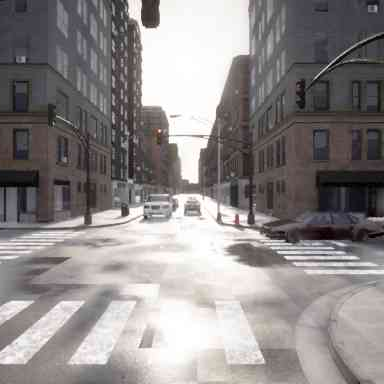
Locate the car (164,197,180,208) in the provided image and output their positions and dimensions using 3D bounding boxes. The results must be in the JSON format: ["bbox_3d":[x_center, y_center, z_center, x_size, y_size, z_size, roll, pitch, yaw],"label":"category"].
[{"bbox_3d":[-2.932,1.530,49.761,2.033,1.411,5.357,0,0,0],"label":"car"}]

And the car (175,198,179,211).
[{"bbox_3d":[-2.914,1.342,39.479,2.097,1.767,4.553,0,0,0],"label":"car"}]

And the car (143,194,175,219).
[{"bbox_3d":[-2.901,1.216,29.215,2.150,2.045,5.566,0,0,0],"label":"car"}]

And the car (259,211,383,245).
[{"bbox_3d":[5.882,1.559,15.141,5.357,1.411,2.033,0,0,-5],"label":"car"}]

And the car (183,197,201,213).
[{"bbox_3d":[0.029,1.539,36.247,2.033,1.411,5.357,0,0,0],"label":"car"}]
